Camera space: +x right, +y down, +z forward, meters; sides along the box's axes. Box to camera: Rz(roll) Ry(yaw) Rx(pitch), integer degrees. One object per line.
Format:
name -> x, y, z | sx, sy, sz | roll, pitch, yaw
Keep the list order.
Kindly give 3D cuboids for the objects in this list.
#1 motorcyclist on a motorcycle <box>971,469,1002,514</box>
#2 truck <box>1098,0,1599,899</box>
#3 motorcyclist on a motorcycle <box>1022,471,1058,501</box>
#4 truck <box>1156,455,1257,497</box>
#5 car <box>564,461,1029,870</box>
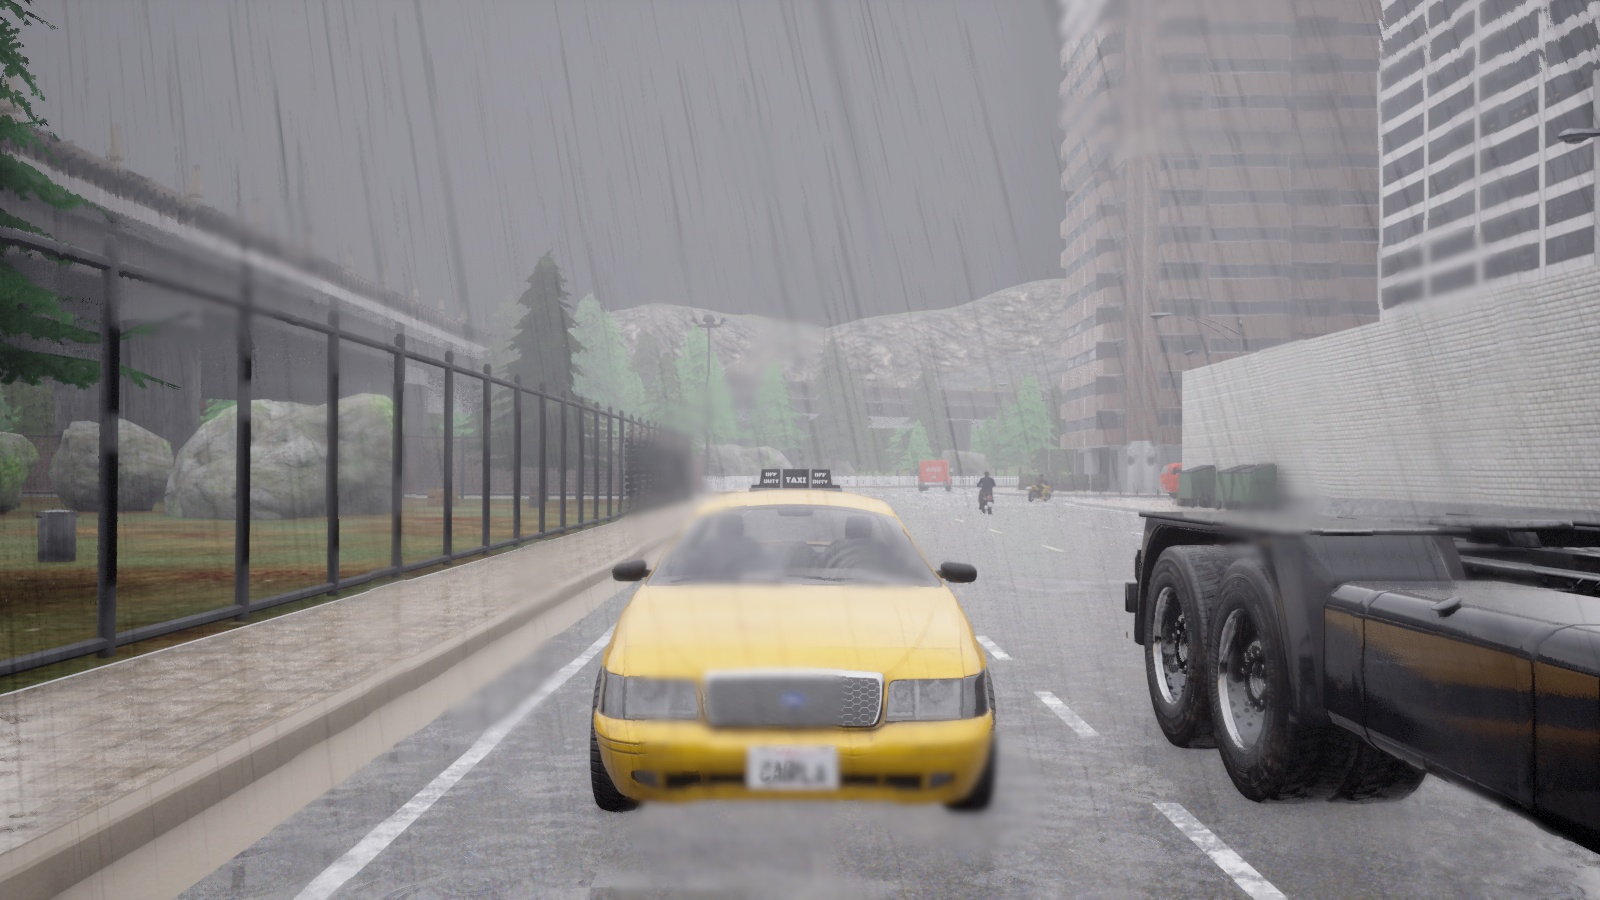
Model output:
motorcyclist on a motorcycle -> 6.867, 1.516, 46.281 | 0.866, 1.590, 1.817 | 0, -1, 0
truck -> 3.483, -0.105, 4.529 | 2.891, 3.462, 7.936 | 0, -1, 0
motorcyclist on a motorcycle -> 12.797, 1.914, 66.803 | 2.044, 1.523, 0.797 | 1, 1, -44
truck -> 24.399, 1.552, 75.578 | 5.204, 2.467, 2.627 | 0, -1, 0
car -> -0.022, 0.880, 7.560 | 1.801, 1.575, 5.366 | 0, -1, 0
